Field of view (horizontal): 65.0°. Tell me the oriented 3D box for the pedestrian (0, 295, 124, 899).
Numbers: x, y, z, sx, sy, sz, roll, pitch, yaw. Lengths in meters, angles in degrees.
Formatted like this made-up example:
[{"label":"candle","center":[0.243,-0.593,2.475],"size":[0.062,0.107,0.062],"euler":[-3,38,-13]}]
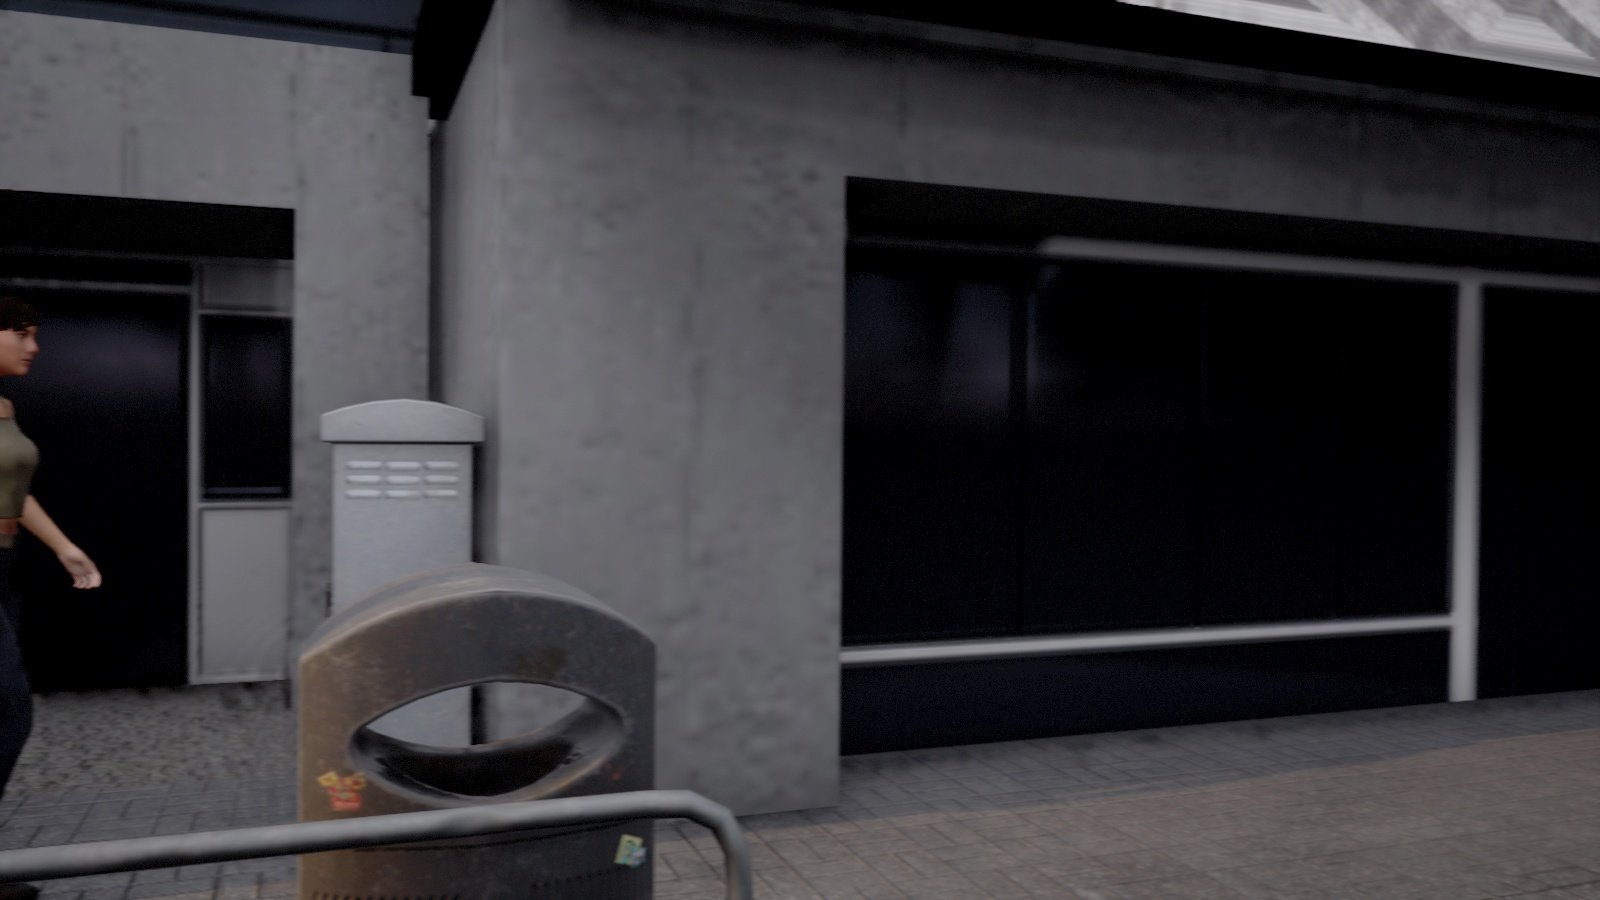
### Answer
[{"label":"pedestrian","center":[-2.422,0.473,3.761],"size":[0.594,1.836,0.345],"euler":[-1,1,-10]}]
